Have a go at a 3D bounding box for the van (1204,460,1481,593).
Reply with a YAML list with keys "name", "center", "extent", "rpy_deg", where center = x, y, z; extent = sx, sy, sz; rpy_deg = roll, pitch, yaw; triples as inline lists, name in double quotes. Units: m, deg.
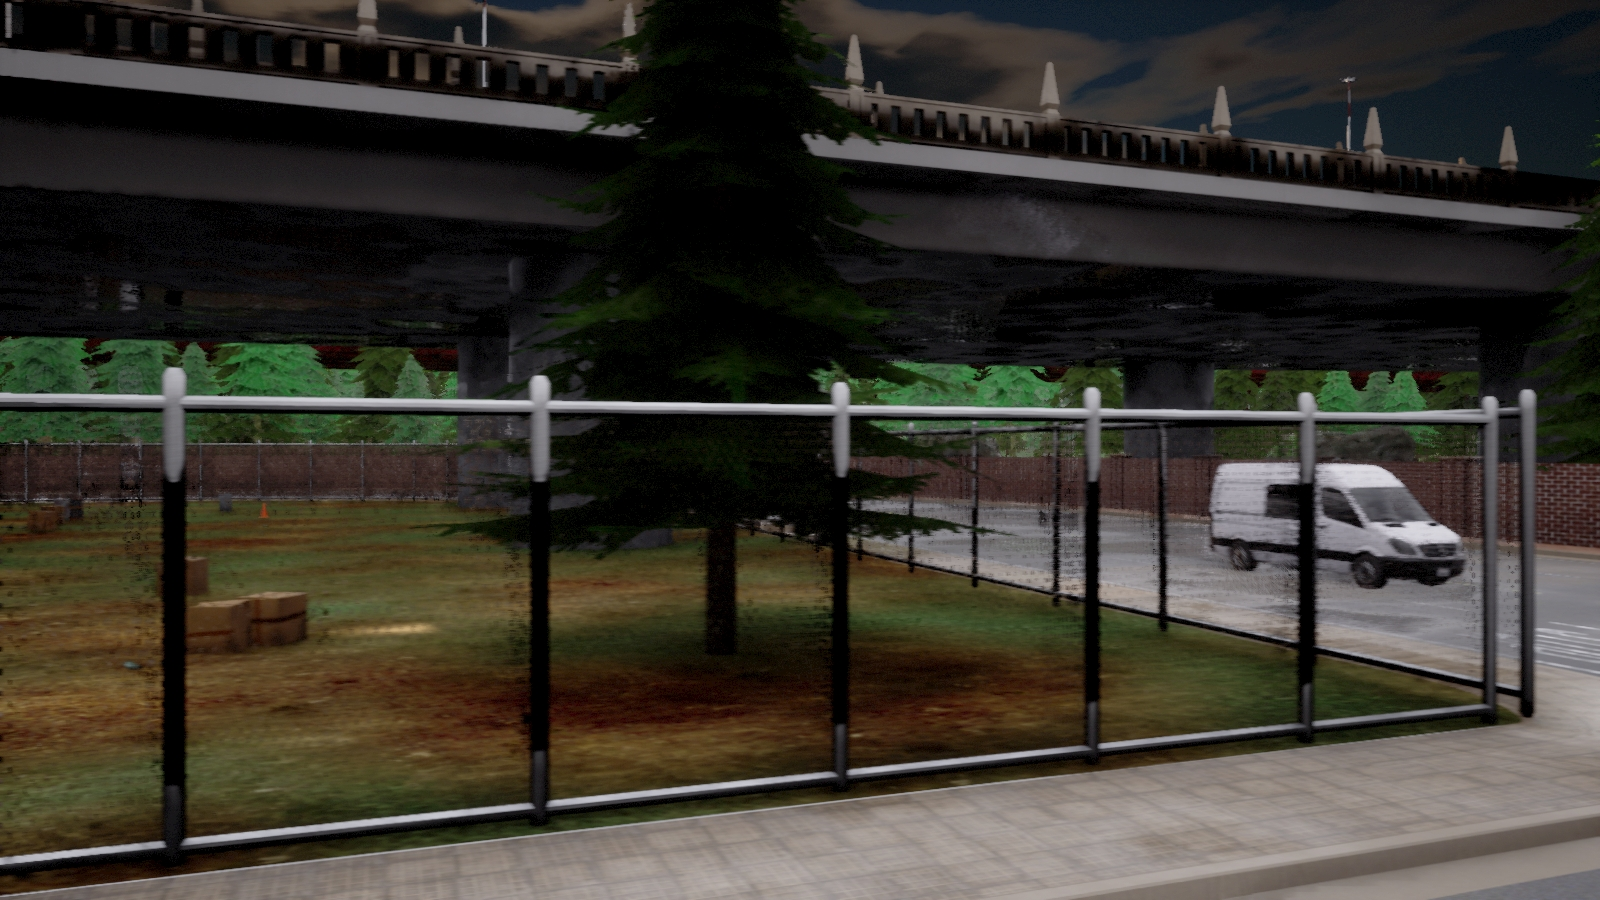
- name: "van"
  center: [11.859, 1.535, 25.615]
  extent: [1.988, 2.561, 5.915]
  rpy_deg: [0, 0, -20]
